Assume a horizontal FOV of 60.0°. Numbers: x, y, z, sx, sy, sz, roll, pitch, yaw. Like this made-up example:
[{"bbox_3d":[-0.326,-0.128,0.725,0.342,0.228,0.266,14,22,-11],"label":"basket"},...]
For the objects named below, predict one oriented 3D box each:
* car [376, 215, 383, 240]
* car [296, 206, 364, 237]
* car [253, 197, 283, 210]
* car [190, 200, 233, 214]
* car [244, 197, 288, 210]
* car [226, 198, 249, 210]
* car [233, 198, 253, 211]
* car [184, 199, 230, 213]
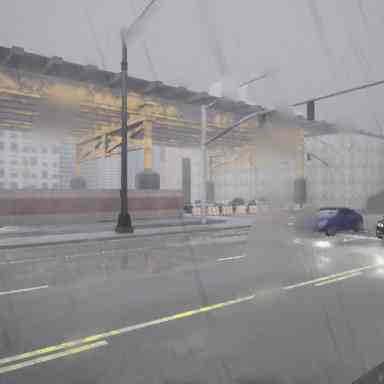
[{"bbox_3d":[10.632,1.492,16.004,4.902,1.511,2.128,0,0,-39],"label":"car"},{"bbox_3d":[7.611,1.525,18.077,4.674,1.442,1.812,0,0,-38],"label":"car"},{"bbox_3d":[9.131,1.295,41.670,4.536,1.218,1.853,0,0,-7],"label":"car"},{"bbox_3d":[1.522,1.453,35.238,4.974,1.542,2.038,0,0,8],"label":"car"},{"bbox_3d":[9.183,1.453,41.677,4.974,1.542,2.038,0,0,-7],"label":"car"},{"bbox_3d":[5.285,1.295,37.970,1.853,1.218,4.536,0,0,18],"label":"car"},{"bbox_3d":[5.269,1.453,37.920,2.038,1.542,4.974,0,0,18],"label":"car"},{"bbox_3d":[1.471,1.295,35.245,4.536,1.218,1.853,0,0,8],"label":"car"}]
